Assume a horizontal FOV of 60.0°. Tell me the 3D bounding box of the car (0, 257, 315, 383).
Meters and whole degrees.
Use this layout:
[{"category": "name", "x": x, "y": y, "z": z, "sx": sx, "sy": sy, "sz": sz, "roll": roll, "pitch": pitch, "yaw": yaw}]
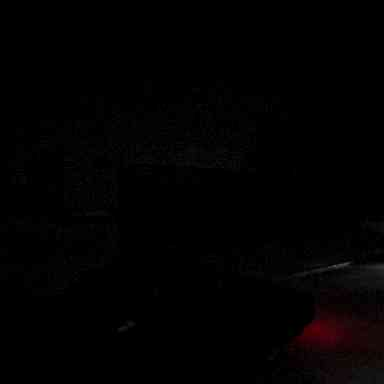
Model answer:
[{"category": "car", "x": -0.651, "y": 1.613, "z": 4.125, "sx": 4.718, "sy": 1.301, "sz": 1.895, "roll": 0, "pitch": 0, "yaw": -35}]
